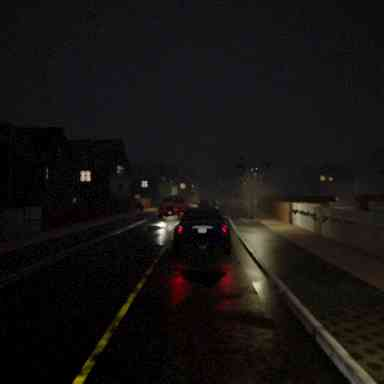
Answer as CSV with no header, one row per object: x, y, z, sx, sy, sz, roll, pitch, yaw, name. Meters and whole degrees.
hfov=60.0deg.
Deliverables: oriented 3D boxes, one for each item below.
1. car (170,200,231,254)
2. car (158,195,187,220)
0.447,1.389,13.799,2.097,1.767,4.553,0,0,2,car
-1.538,1.302,29.251,2.150,2.045,5.566,0,0,5,car
